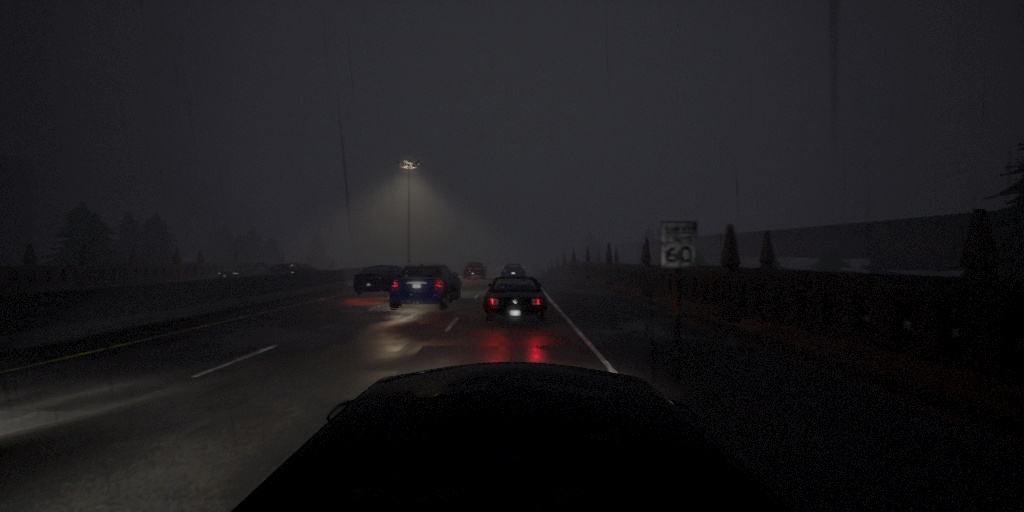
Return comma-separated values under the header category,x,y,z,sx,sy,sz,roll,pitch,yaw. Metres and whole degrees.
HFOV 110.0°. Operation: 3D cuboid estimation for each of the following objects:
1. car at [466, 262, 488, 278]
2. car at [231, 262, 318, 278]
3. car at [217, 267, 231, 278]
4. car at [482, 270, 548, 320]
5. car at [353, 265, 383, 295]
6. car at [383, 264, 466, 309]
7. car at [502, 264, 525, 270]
category,x,y,z,sx,sy,sz,roll,pitch,yaw
car,-3.395,1.320,33.660,1.837,1.490,4.892,0,-1,0
car,-14.094,1.230,21.946,2.128,1.511,4.902,0,0,0
car,-21.090,1.246,28.779,1.837,1.490,4.892,0,0,0
car,0.102,1.345,12.522,1.895,1.301,4.718,0,0,0
car,-6.896,1.217,19.728,1.882,1.535,5.008,0,0,0
car,-3.398,1.094,14.919,2.097,1.767,4.553,0,0,0
car,0.106,1.314,29.776,1.994,1.385,4.181,0,-1,0
